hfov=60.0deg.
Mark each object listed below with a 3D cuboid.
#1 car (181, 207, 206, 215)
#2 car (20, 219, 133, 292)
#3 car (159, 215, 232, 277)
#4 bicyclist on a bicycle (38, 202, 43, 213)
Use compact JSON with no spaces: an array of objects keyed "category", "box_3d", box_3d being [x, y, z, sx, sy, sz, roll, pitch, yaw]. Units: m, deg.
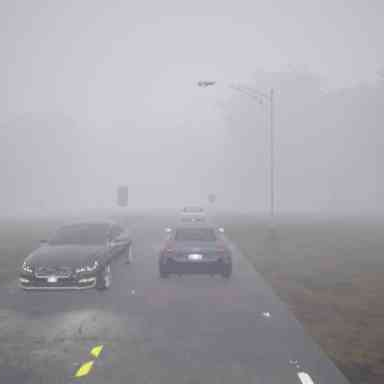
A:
[{"category":"car","box_3d":[0.103,1.840,26.938,1.895,1.301,4.718,0,-1,0]},{"category":"car","box_3d":[-2.847,1.561,9.207,1.837,1.490,4.892,0,0,0]},{"category":"car","box_3d":[0.094,1.631,10.444,1.994,1.385,4.181,0,0,0]},{"category":"bicyclist on a bicycle","box_3d":[-22.602,2.364,49.571,0.582,1.620,1.656,-1,-1,0]}]
